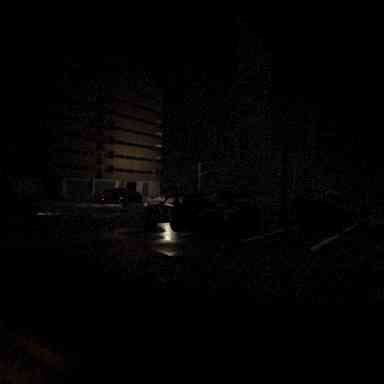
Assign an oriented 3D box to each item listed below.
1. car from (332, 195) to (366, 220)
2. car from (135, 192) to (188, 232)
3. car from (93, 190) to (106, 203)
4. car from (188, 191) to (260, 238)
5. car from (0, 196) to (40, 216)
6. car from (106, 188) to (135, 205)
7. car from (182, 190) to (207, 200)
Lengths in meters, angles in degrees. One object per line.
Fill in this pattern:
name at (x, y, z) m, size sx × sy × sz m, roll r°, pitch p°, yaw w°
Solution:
car at (13.831, 1.289, 28.789) m, size 1.970 × 1.475 × 3.806 m, roll 1°, pitch 1°, yaw 34°
car at (-0.550, 0.946, 17.488) m, size 1.932 × 1.855 × 4.605 m, roll 1°, pitch 1°, yaw 34°
car at (-11.021, 0.517, 46.123) m, size 2.150 × 2.045 × 5.566 m, roll 1°, pitch 1°, yaw 34°
car at (1.818, 1.006, 15.824) m, size 1.905 × 1.878 × 3.866 m, roll 1°, pitch 1°, yaw 34°
car at (-13.316, 1.041, 23.736) m, size 1.812 × 1.442 × 4.674 m, roll 1°, pitch 1°, yaw 35°
car at (-8.520, 0.717, 43.570) m, size 2.097 × 1.767 × 4.553 m, roll 1°, pitch 1°, yaw 34°
car at (0.462, 0.489, 56.800) m, size 1.882 × 1.535 × 5.008 m, roll 1°, pitch 1°, yaw 34°
